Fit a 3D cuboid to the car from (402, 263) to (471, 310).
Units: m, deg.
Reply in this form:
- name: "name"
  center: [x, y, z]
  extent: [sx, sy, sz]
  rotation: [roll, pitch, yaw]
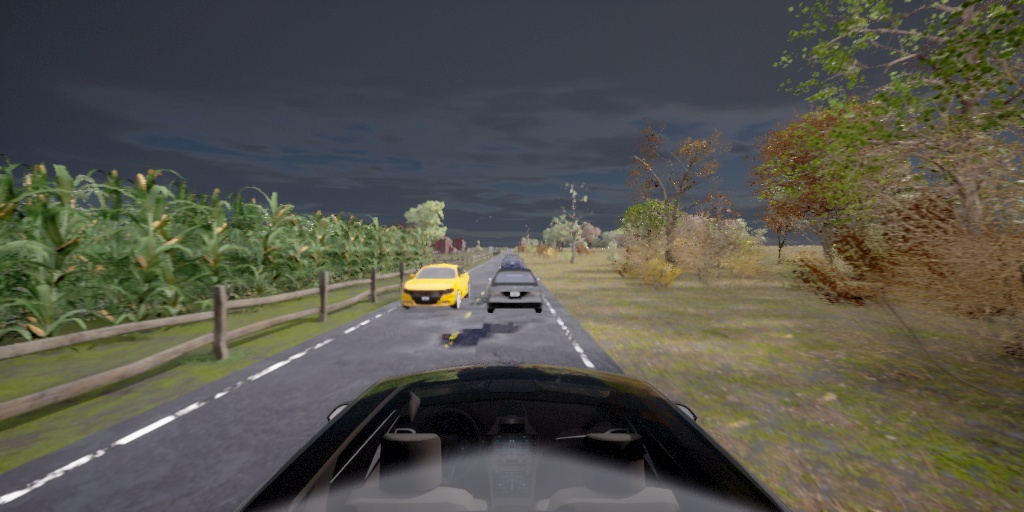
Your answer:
- name: "car"
  center: [-2.756, 1.051, 13.912]
  extent: [1.882, 1.535, 5.008]
  rotation: [0, 1, 0]

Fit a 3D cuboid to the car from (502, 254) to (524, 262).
- name: "car"
  center: [0.074, 0.612, 34.455]
  extent: [2.097, 1.767, 4.553]
  rotation: [0, 1, 0]

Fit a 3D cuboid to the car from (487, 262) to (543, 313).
- name: "car"
  center: [0.088, 1.132, 13.105]
  extent: [2.033, 1.411, 5.357]
  rotation: [0, 1, 0]
